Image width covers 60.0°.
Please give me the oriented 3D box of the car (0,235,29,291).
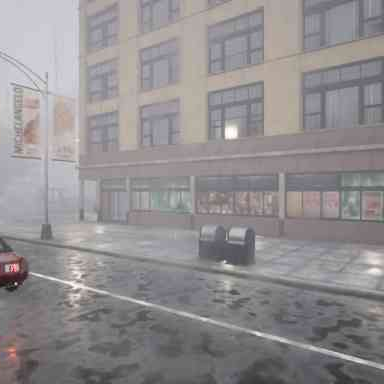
[{"bbox_3d":[-5.640,1.601,8.112,1.895,1.301,4.718,0,0,-42],"label":"car"}]
